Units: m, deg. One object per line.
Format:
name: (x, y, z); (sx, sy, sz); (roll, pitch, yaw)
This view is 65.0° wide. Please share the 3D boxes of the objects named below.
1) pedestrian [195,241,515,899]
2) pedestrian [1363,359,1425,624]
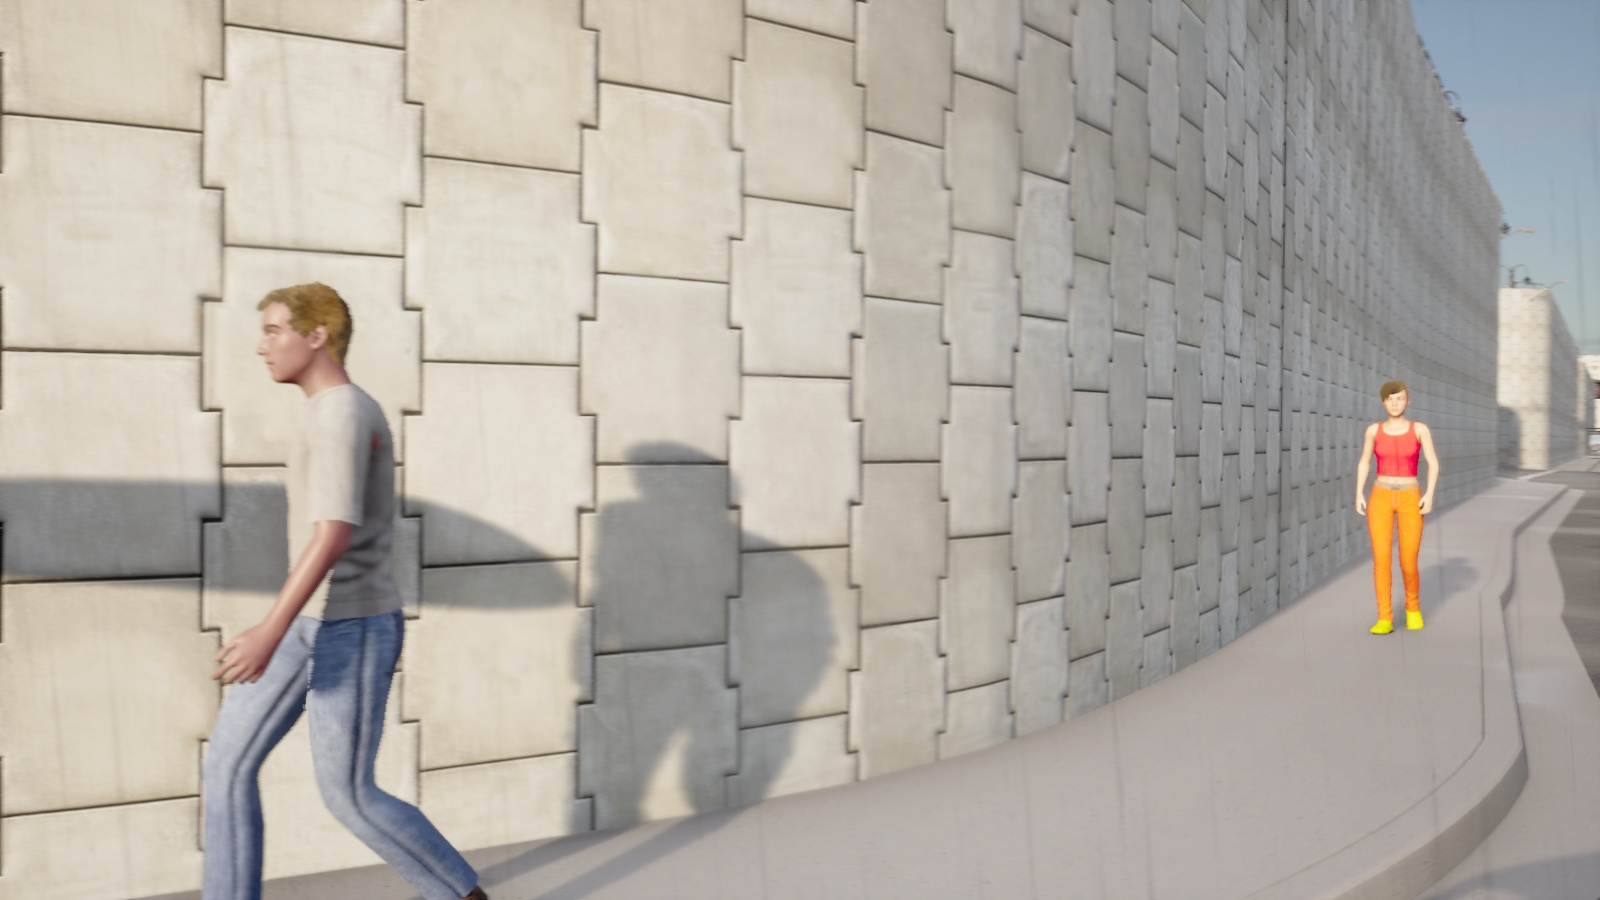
pedestrian: (-1.146, 0.426, 3.248); (0.706, 1.836, 0.354); (-1, 1, -29)
pedestrian: (4.291, 0.284, 9.058); (0.345, 1.836, 0.594); (0, 1, 30)
